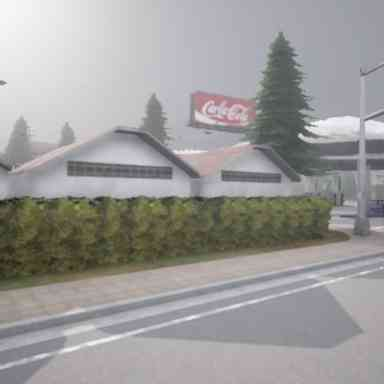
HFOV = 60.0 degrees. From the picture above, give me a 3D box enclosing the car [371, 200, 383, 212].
[{"bbox_3d":[23.747,1.800,41.365,4.611,1.667,2.242,1,0,-36],"label":"car"}]
